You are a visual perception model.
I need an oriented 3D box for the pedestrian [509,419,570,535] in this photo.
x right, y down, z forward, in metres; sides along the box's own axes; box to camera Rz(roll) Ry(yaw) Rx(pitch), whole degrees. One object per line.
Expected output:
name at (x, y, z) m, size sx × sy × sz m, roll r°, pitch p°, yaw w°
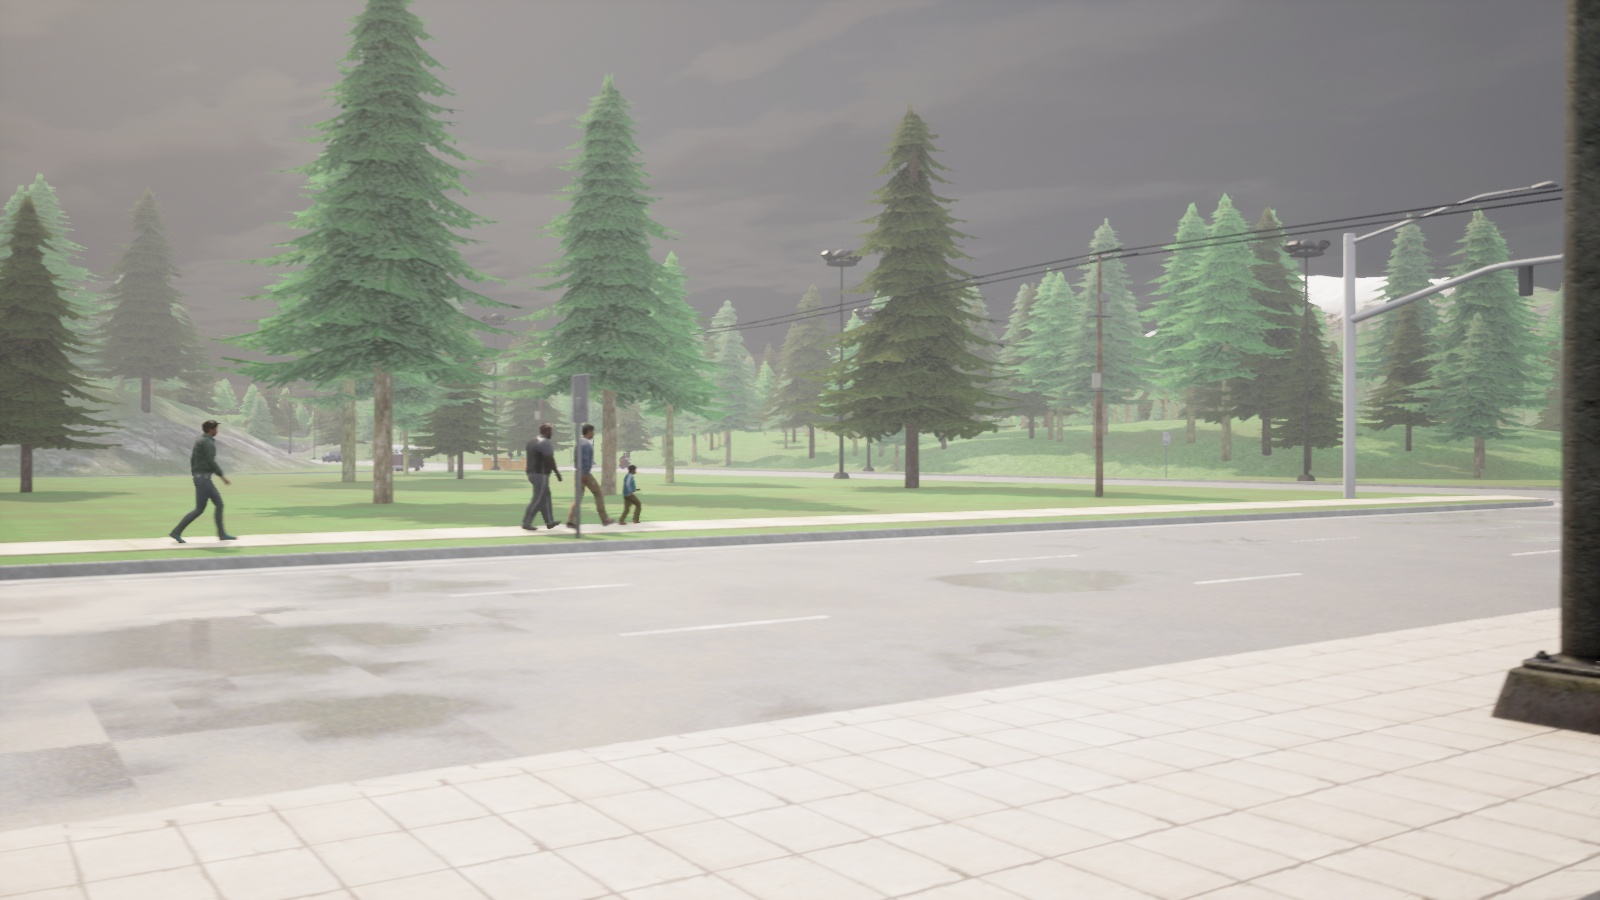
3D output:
pedestrian at (-4.335, 0.444, 20.900) m, size 0.849 × 1.883 × 0.563 m, roll 0°, pitch 0°, yaw -34°

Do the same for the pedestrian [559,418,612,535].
pedestrian at (-3.660, 0.444, 21.399) m, size 0.788 × 1.949 × 0.423 m, roll 0°, pitch 0°, yaw -33°

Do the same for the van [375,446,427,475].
van at (-29.193, 0.756, 92.086) m, size 2.069 × 2.038 × 4.480 m, roll 0°, pitch 0°, yaw 5°

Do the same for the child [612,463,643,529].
child at (-3.124, 0.826, 22.772) m, size 0.448 × 1.192 × 0.343 m, roll 0°, pitch 0°, yaw -34°

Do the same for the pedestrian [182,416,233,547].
pedestrian at (-8.540, 0.446, 18.093) m, size 0.614 × 1.847 × 0.353 m, roll 0°, pitch 0°, yaw -34°
